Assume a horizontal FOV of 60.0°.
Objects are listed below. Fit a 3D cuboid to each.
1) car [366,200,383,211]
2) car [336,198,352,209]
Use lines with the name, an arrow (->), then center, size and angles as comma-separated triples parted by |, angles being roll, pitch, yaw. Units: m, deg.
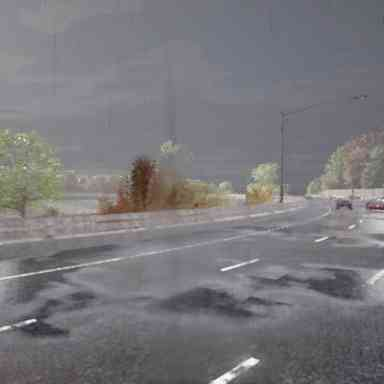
car -> 22.961, 1.631, 41.550 | 1.994, 1.385, 4.181 | 0, 0, 23
car -> 20.764, 1.568, 45.533 | 1.837, 1.490, 4.892 | 0, 0, 21
